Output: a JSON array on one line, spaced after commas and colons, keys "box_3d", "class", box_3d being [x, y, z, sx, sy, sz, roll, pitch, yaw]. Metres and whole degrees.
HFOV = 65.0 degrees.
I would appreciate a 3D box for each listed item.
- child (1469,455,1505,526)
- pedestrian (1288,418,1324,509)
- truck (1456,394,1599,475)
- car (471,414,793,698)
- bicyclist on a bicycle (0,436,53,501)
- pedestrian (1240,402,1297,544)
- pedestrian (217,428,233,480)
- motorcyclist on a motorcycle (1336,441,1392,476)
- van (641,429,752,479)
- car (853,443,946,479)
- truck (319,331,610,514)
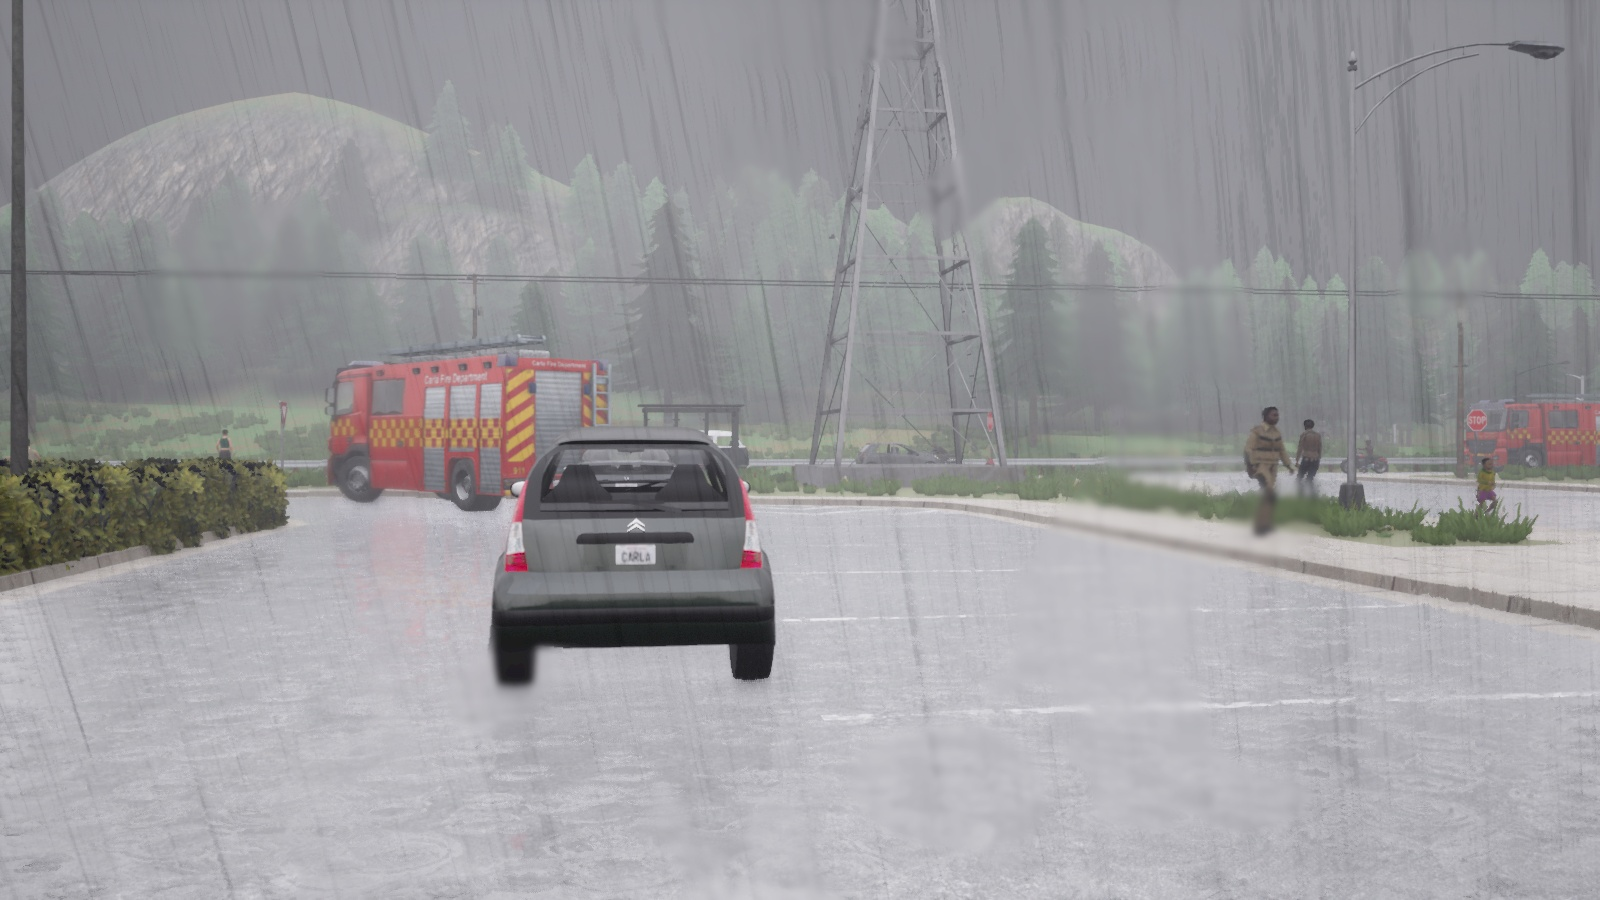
[{"box_3d": [11.452, 0.673, 20.937, 0.299, 1.160, 0.473, 0, 0, -8], "class": "child"}, {"box_3d": [10.289, 0.266, 25.544, 0.328, 1.805, 0.869, 0, 0, -4], "class": "pedestrian"}, {"box_3d": [36.842, -0.735, 61.249, 8.468, 3.827, 2.891, 0, 0, -8], "class": "truck"}, {"box_3d": [-1.238, 0.592, 9.262, 1.851, 1.617, 3.988, 0, 0, -8], "class": "car"}, {"box_3d": [-20.119, 0.484, 32.428, 1.509, 1.612, 0.866, 0, -3, 38], "class": "bicyclist on a bicycle"}, {"box_3d": [6.491, 0.308, 17.428, 0.396, 1.930, 0.692, 0, 0, -17], "class": "pedestrian"}, {"box_3d": [-20.127, 0.137, 43.988, 0.345, 1.836, 0.594, 0, 0, -8], "class": "pedestrian"}, {"box_3d": [26.915, 0.380, 59.928, 2.350, 1.649, 0.766, 0, 0, -8], "class": "motorcyclist on a motorcycle"}, {"box_3d": [-4.331, 0.171, 52.218, 4.480, 2.038, 2.069, 0, 0, -8], "class": "van"}, {"box_3d": [4.219, 0.462, 53.362, 3.633, 1.501, 1.845, 0, 0, -8], "class": "car"}, {"box_3d": [-8.302, -0.596, 30.233, 8.468, 3.827, 2.891, 0, 1, 45], "class": "truck"}]
